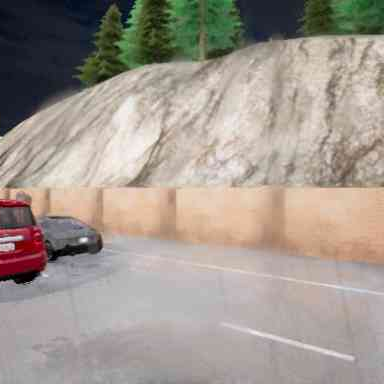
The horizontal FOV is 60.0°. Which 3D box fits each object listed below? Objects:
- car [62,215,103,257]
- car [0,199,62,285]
[{"bbox_3d":[-5.140,1.515,11.964,4.181,1.385,1.994,0,0,36],"label":"car"},{"bbox_3d":[-5.854,1.178,8.173,5.566,2.045,2.150,0,0,36],"label":"car"}]
